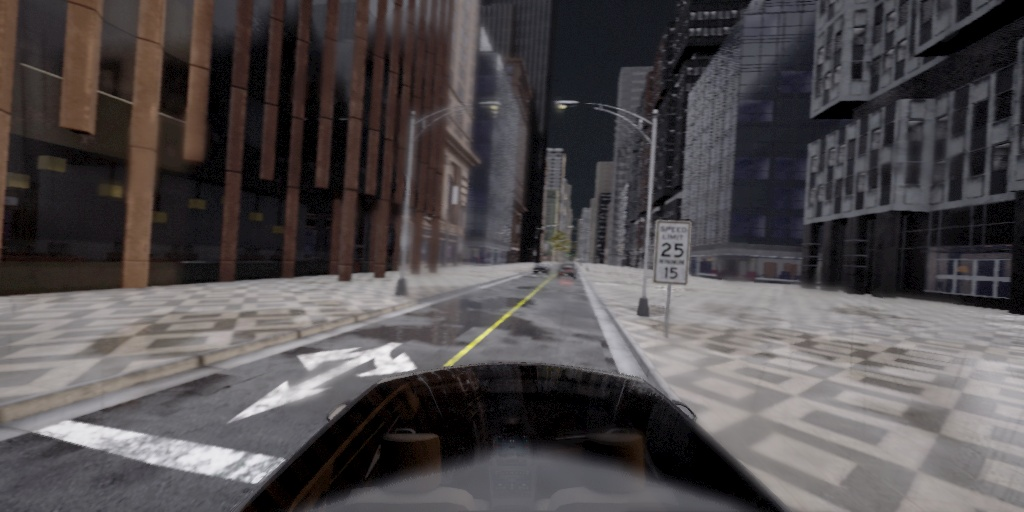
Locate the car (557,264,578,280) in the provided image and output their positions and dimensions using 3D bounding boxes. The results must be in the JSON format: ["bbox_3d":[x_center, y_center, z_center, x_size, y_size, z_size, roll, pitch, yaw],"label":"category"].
[{"bbox_3d":[5.805,1.613,37.621,1.837,1.490,4.892,4,0,10],"label":"car"}]

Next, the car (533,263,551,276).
[{"bbox_3d":[3.598,1.567,42.827,1.895,1.301,4.718,4,0,10],"label":"car"}]
